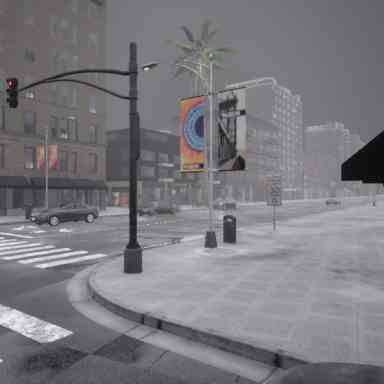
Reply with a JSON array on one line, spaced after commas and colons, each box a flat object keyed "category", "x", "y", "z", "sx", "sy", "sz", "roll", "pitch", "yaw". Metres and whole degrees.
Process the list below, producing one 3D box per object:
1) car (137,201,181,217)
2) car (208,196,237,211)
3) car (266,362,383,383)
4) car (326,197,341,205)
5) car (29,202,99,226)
[{"category": "car", "x": -3.233, "y": 1.579, "z": 31.645, "sx": 2.033, "sy": 1.411, "sz": 5.357, "roll": 0, "pitch": 0, "yaw": 35}, {"category": "car", "x": 3.880, "y": 1.410, "z": 41.730, "sx": 2.097, "sy": 1.767, "sz": 4.553, "roll": 0, "pitch": 0, "yaw": 35}, {"category": "car", "x": 2.203, "y": 1.551, "z": 1.279, "sx": 4.403, "sy": 1.369, "sz": 2.008, "roll": 0, "pitch": 0, "yaw": 35}, {"category": "car", "x": 26.365, "y": 1.710, "z": 62.065, "sx": 1.994, "sy": 1.385, "sz": 4.181, "roll": 0, "pitch": 0, "yaw": 35}, {"category": "car", "x": -8.921, "y": 1.520, "z": 23.566, "sx": 1.837, "sy": 1.490, "sz": 4.892, "roll": 0, "pitch": 0, "yaw": 35}]
